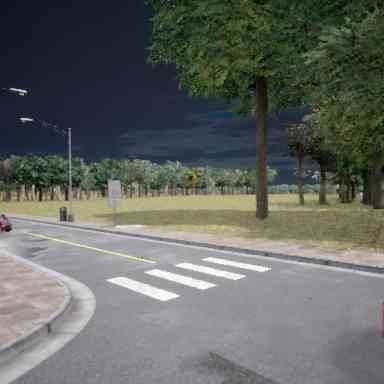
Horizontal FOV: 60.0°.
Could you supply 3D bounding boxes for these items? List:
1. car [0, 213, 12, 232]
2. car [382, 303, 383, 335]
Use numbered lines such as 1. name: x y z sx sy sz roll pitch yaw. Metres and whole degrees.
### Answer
1. car: -13.251 1.923 21.628 1.994 1.385 4.181 -1 0 -43
2. car: 4.625 1.174 2.529 2.150 2.045 5.566 -1 0 -43
